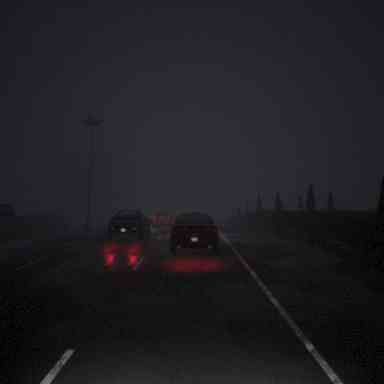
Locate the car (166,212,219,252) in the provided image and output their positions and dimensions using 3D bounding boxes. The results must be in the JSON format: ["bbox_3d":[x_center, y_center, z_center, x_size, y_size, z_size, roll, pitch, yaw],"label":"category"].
[{"bbox_3d":[0.092,1.630,14.680,1.882,1.535,5.008,0,-1,0],"label":"car"}]

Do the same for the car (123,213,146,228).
[{"bbox_3d":[-6.923,3.510,40.435,1.882,1.535,5.008,0,-7,0],"label":"car"}]

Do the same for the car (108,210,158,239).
[{"bbox_3d":[-3.411,1.761,18.918,2.128,1.511,4.902,0,-2,0],"label":"car"}]

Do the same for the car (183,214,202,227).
[{"bbox_3d":[0.080,3.030,35.282,1.895,1.301,4.718,0,-6,0],"label":"car"}]

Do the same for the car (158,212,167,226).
[{"bbox_3d":[-3.423,3.240,39.305,2.097,1.767,4.553,0,-7,0],"label":"car"}]

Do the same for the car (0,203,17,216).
[{"bbox_3d":[-14.011,1.735,22.347,2.150,2.045,5.566,0,-3,0],"label":"car"}]
